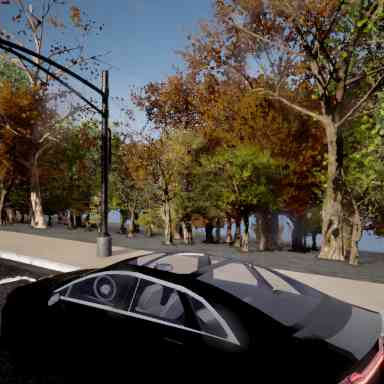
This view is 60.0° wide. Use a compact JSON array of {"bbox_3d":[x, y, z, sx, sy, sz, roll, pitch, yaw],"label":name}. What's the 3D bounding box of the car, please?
[{"bbox_3d":[-0.408,1.491,3.985,4.902,1.511,2.128,0,0,36],"label":"car"}]
